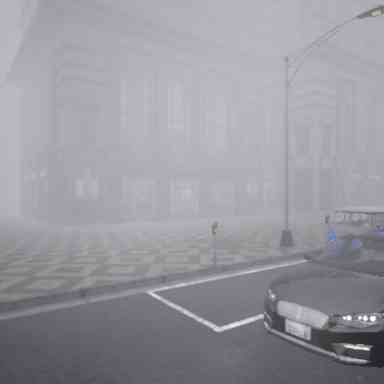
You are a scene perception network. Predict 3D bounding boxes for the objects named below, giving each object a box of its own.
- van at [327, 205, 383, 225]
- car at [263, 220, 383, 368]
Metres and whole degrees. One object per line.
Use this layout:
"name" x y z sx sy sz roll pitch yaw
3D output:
"van" 6.178 1.353 11.110 3.998 1.788 1.690 0 0 -36
"car" 3.269 1.498 5.782 4.902 1.511 2.128 0 0 -39
